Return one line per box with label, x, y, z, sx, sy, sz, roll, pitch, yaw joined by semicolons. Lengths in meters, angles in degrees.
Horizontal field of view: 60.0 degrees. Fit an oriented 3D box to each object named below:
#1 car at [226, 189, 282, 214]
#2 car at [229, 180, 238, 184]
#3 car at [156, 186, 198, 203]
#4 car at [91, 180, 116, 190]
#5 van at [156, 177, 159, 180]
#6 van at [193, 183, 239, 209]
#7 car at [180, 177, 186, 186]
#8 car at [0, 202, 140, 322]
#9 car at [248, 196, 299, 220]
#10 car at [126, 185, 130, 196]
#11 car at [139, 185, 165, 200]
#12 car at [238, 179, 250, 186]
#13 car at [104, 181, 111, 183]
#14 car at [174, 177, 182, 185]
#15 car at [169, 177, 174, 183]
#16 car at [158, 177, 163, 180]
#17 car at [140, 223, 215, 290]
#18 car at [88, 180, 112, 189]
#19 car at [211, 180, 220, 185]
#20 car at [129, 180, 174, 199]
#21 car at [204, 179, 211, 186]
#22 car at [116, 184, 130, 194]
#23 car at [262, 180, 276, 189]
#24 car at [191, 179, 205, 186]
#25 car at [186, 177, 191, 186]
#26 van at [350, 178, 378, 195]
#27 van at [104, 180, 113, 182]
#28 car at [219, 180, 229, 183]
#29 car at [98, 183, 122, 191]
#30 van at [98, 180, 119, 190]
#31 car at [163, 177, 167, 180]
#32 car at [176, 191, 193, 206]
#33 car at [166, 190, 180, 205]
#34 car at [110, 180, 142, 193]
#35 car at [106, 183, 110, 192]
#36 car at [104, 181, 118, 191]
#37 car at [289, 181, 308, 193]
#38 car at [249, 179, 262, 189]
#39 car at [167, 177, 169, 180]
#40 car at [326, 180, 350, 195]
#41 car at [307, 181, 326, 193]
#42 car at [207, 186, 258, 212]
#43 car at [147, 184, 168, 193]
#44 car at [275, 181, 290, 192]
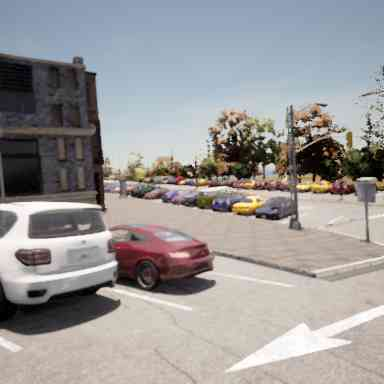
car;5.572;1.017;29.100;1.946;1.575;5.366;0;6;40
car;9.379;-1.531;60.119;2.185;1.767;4.553;2;5;43
car;-1.844;0.493;42.172;2.002;1.452;4.674;0;6;42
car;-22.749;-1.886;85.594;5.566;2.045;2.435;-8;7;-44
van;-7.129;-3.336;94.895;4.442;1.987;1.878;-6;6;-44
van;2.546;0.572;34.287;1.878;1.987;4.442;0;6;41
car;0.330;-2.308;78.762;4.892;1.521;2.231;-6;5;-44
car;-4.092;1.246;7.429;5.566;2.045;2.435;-1;-1;35
car;6.782;1.200;26.294;2.163;1.488;4.792;1;6;40
car;-7.404;-0.041;52.889;2.097;1.535;5.008;0;6;43
car;-4.645;0.248;47.514;2.002;1.452;4.674;1;6;42
car;10.833;-1.296;57.612;1.946;1.575;5.366;1;5;43
car;-16.638;-0.942;71.806;5.366;1.575;1.946;-8;7;-44
car;-1.032;-2.432;81.327;5.366;1.575;1.946;-6;6;-44
car;-2.129;-2.831;84.166;5.566;2.045;2.435;-6;5;-44
car;-5.947;-2.973;92.153;5.366;1.575;1.946;-6;6;-44
car;-1.594;1.572;9.143;4.674;1.452;2.002;-1;-1;35
car;-25.218;-2.159;91.065;5.566;2.045;2.435;-8;7;-44
car;6.690;-1.624;65.373;2.163;1.488;4.792;2;6;44
car;-6.034;-0.169;50.202;2.435;2.045;5.566;0;6;43
car;5.427;-1.757;68.085;2.163;1.488;4.792;1;5;44
car;-10.071;-0.297;58.299;2.097;1.535;5.008;1;6;44
car;13.452;-0.995;52.233;2.002;1.452;4.674;1;5;42
car;2.837;-2.044;73.391;2.097;1.535;5.008;1;5;45
car;1.557;-2.299;76.046;4.553;1.767;2.185;-6;5;-45
van;20.506;-0.666;39.167;1.878;1.987;4.442;1;5;41
van;-17.695;-1.330;74.745;4.442;1.987;1.878;-8;6;-44
car;8.019;-1.529;62.746;2.097;1.535;5.008;1;5;44
car;-19.023;-1.197;77.398;4.792;1.488;2.163;-8;7;-44
van;-20.181;-1.603;80.227;4.442;1.987;1.878;-8;6;-44
car;-4.569;-2.821;89.601;4.792;1.488;2.163;-6;5;-44
car;1.022;0.693;36.855;2.231;1.521;4.892;0;6;41
car;-0.408;0.612;39.512;2.002;1.452;4.674;1;6;41
car;-12.679;-0.685;63.743;2.185;1.767;4.553;1;7;44
car;-13.968;-0.690;66.477;2.231;1.521;4.892;1;7;45
car;-15.260;-0.823;69.202;2.097;1.535;5.008;0;6;45
car;16.145;-0.786;46.882;1.946;1.575;5.366;2;5;42
car;12.046;-1.280;54.820;2.185;1.767;4.553;1;5;43
car;-3.380;-2.681;86.846;4.792;1.488;2.163;-6;6;-44
car;19.103;-0.687;41.814;2.185;1.767;4.553;1;5;41
car;17.811;-0.697;44.570;1.946;1.575;5.366;1;5;41
car;3.933;0.803;31.550;2.185;1.767;4.553;0;6;40
car;-6.399;-0.665;61.605;2.033;1.411;5.357;-5;5;-26
car;14.850;-0.875;49.626;2.002;1.452;4.674;1;5;42
